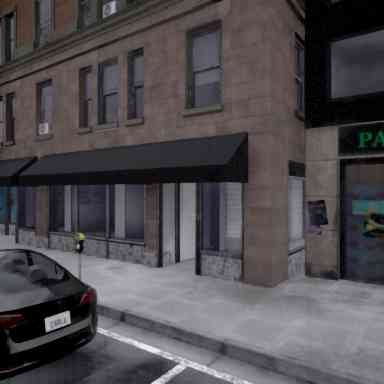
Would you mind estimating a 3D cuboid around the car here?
[{"bbox_3d":[-3.278,1.566,5.151,4.313,1.339,1.947,0,0,36],"label":"car"}]
